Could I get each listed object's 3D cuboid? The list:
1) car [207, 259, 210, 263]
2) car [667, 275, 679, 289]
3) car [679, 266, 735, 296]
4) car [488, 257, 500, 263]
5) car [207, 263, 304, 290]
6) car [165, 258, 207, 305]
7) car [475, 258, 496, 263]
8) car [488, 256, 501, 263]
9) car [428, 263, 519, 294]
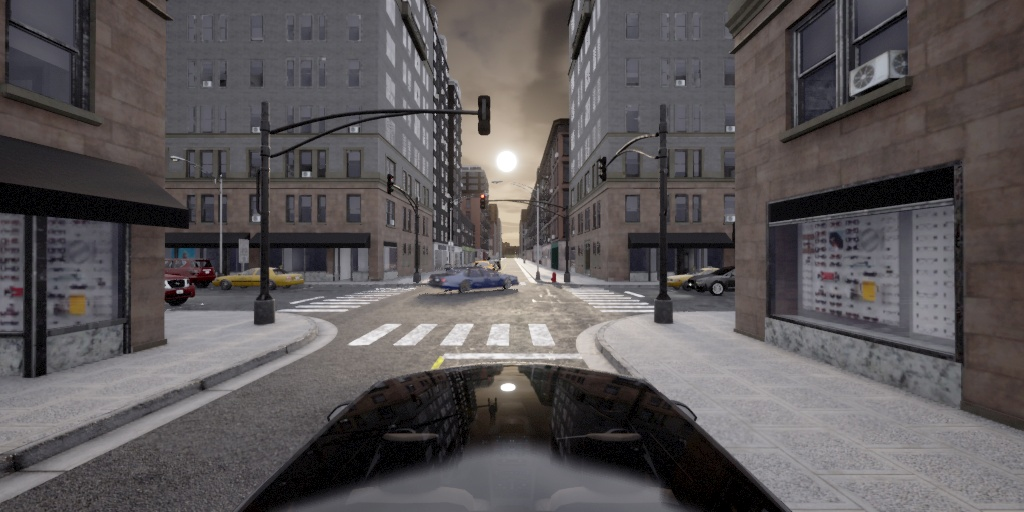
[{"bbox_3d":[-20.755,1.063,21.614,5.009,1.841,2.192,0,0,0],"label":"car"},{"bbox_3d":[11.638,1.304,21.561,4.829,1.417,1.751,0,0,0],"label":"car"},{"bbox_3d":[11.904,1.273,19.014,4.892,1.490,1.837,0,0,1],"label":"car"},{"bbox_3d":[-2.839,1.244,44.339,1.837,1.490,4.892,0,0,0],"label":"car"},{"bbox_3d":[-15.246,1.279,21.605,4.829,1.417,1.751,0,0,0],"label":"car"},{"bbox_3d":[-15.097,1.035,13.579,5.009,1.841,2.192,0,0,0],"label":"car"},{"bbox_3d":[-2.839,1.222,33.937,1.882,1.535,5.008,0,0,0],"label":"car"},{"bbox_3d":[-2.831,0.952,54.931,2.150,2.045,5.566,0,0,0],"label":"car"},{"bbox_3d":[-2.092,1.299,20.519,5.357,1.411,2.033,0,0,-42],"label":"car"}]
